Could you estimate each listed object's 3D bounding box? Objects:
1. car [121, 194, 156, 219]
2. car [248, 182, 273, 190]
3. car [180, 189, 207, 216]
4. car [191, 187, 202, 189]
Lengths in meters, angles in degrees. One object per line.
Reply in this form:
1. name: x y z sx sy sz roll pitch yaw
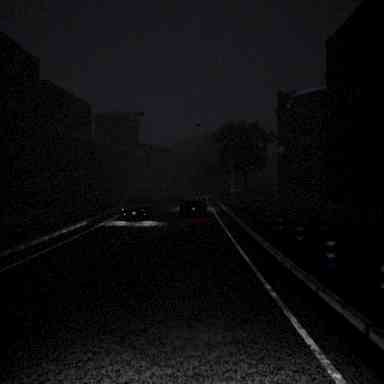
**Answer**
1. car: -3.590 0.972 23.027 1.837 1.490 4.892 0 3 0
2. car: 13.007 -1.140 63.558 4.892 1.490 1.837 -3 0 -19
3. car: 0.102 0.874 24.630 1.882 1.535 5.008 0 2 0
4. car: 0.594 0.112 42.787 2.033 1.411 5.357 0 3 7
